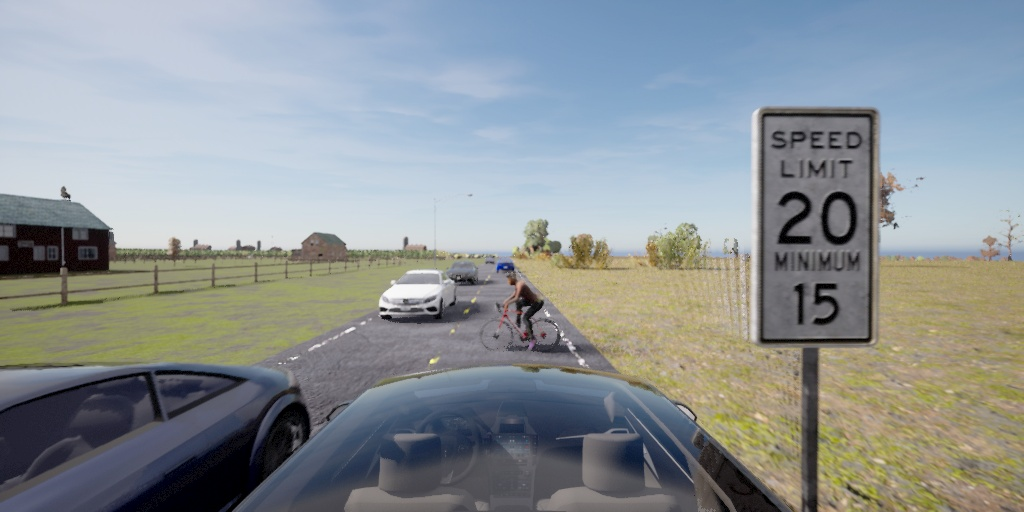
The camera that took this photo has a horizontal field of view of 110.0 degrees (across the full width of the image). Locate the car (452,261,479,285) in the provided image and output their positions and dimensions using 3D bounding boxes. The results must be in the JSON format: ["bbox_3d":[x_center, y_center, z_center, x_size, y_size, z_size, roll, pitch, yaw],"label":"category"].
[{"bbox_3d":[-3.305,1.107,24.351,1.837,1.490,4.892,0,0,-1],"label":"car"}]

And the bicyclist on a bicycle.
[{"bbox_3d":[0.162,1.164,7.335,1.656,1.620,0.582,0,0,-1],"label":"bicyclist on a bicycle"}]

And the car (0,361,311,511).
[{"bbox_3d":[-2.837,1.319,1.605,1.994,1.385,4.181,0,0,-1],"label":"car"}]

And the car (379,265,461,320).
[{"bbox_3d":[-3.059,1.206,12.481,1.812,1.442,4.674,0,0,-1],"label":"car"}]

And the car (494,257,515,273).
[{"bbox_3d":[-0.700,0.979,39.338,1.882,1.535,5.008,0,1,-1],"label":"car"}]
